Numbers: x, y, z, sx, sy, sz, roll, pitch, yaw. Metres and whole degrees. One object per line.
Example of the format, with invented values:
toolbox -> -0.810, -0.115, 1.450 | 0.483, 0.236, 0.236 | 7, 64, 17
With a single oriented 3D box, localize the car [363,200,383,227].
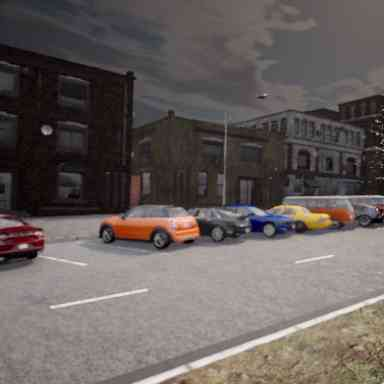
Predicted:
car -> 10.506, 1.522, 22.976 | 4.792, 1.488, 2.163 | -1, -1, 36

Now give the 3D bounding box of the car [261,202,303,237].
car -> 3.006, 1.480, 17.953 | 5.008, 1.535, 2.097 | -1, -1, 36

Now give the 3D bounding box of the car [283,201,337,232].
car -> 5.360, 1.484, 19.729 | 5.366, 1.575, 1.946 | -1, -1, 36

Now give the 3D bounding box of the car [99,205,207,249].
car -> -1.968, 1.345, 14.530 | 4.553, 1.767, 2.185 | -1, -1, 35

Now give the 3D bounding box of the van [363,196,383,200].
van -> 13.138, 1.269, 24.560 | 4.442, 1.987, 1.878 | -1, -1, 36

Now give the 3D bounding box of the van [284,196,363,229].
van -> 8.116, 1.261, 21.232 | 4.442, 1.987, 1.878 | -1, -1, 36

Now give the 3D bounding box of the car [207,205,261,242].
car -> 0.518, 1.477, 16.243 | 4.892, 1.521, 2.231 | -1, -1, 36

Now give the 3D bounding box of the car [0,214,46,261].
car -> -6.944, 1.462, 11.092 | 5.008, 1.535, 2.097 | -1, -1, 35
